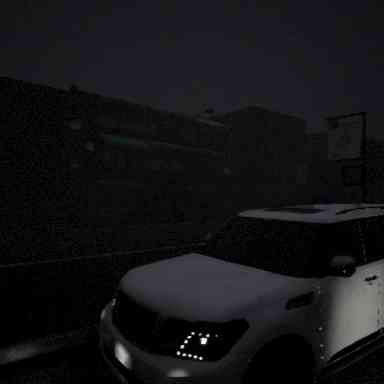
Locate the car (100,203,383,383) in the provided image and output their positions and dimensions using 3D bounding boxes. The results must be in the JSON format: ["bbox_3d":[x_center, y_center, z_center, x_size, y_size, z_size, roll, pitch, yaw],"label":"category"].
[{"bbox_3d":[1.577,1.221,4.809,5.566,2.045,2.150,0,0,-35],"label":"car"}]
